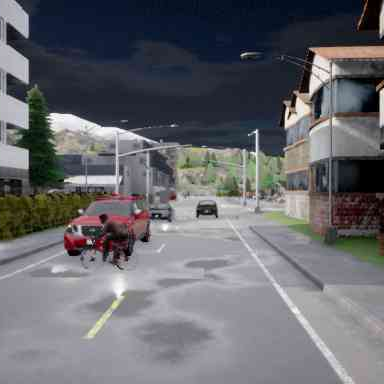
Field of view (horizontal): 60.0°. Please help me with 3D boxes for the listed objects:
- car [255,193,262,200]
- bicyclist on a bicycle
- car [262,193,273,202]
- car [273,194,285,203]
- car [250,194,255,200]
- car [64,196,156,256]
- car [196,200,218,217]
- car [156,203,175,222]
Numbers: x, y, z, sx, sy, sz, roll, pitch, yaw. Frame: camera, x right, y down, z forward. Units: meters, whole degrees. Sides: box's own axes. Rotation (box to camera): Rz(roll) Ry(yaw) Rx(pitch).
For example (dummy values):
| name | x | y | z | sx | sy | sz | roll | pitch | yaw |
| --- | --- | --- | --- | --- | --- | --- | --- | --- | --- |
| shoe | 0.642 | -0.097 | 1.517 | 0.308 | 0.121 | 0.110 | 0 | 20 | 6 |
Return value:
| name | x | y | z | sx | sy | sz | roll | pitch | yaw |
| --- | --- | --- | --- | --- | --- | --- | --- | --- | --- |
| car | 17.598 | 1.092 | 78.832 | 3.866 | 1.878 | 1.905 | 0 | 0 | 2 |
| bicyclist on a bicycle | -2.343 | 1.452 | 9.430 | 1.656 | 1.620 | 0.582 | 0 | 0 | 3 |
| car | 17.034 | 1.169 | 66.050 | 5.027 | 1.636 | 2.152 | 0 | 0 | 2 |
| car | 17.073 | 1.247 | 59.625 | 3.806 | 1.475 | 1.970 | 0 | 0 | 2 |
| car | 17.315 | 1.113 | 81.753 | 4.605 | 1.855 | 1.932 | 0 | 0 | 2 |
| car | -3.078 | 1.220 | 13.340 | 2.150 | 2.045 | 5.566 | 0 | 0 | 3 |
| car | 1.394 | 1.468 | 30.934 | 1.882 | 1.535 | 5.008 | 0 | 1 | 3 |
| car | -2.442 | 1.564 | 25.871 | 1.994 | 1.385 | 4.181 | 0 | 0 | 3 |
